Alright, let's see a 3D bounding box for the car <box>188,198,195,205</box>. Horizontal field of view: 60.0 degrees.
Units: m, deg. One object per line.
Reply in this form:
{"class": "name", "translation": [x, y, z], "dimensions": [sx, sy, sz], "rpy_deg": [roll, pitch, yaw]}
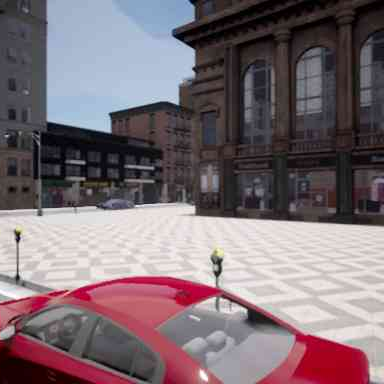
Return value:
{"class": "car", "translation": [1.312, 1.648, 59.242], "dimensions": [1.837, 1.490, 4.892], "rpy_deg": [0, 0, 36]}

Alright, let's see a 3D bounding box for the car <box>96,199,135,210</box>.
{"class": "car", "translation": [-10.016, 1.617, 44.027], "dimensions": [2.033, 1.411, 5.357], "rpy_deg": [0, 0, 36]}

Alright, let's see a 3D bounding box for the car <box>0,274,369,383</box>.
{"class": "car", "translation": [-0.688, 1.552, 3.337], "dimensions": [4.507, 1.381, 1.887], "rpy_deg": [0, 0, 35]}
